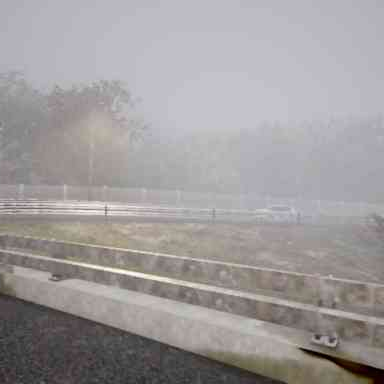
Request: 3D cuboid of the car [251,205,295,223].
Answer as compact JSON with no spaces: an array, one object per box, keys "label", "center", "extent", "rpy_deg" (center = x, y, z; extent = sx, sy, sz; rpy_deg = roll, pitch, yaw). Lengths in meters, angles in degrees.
[{"label":"car","center":[9.855,2.590,40.094],"extent":[5.566,2.045,2.150],"rpy_deg":[4,-1,-22]}]
